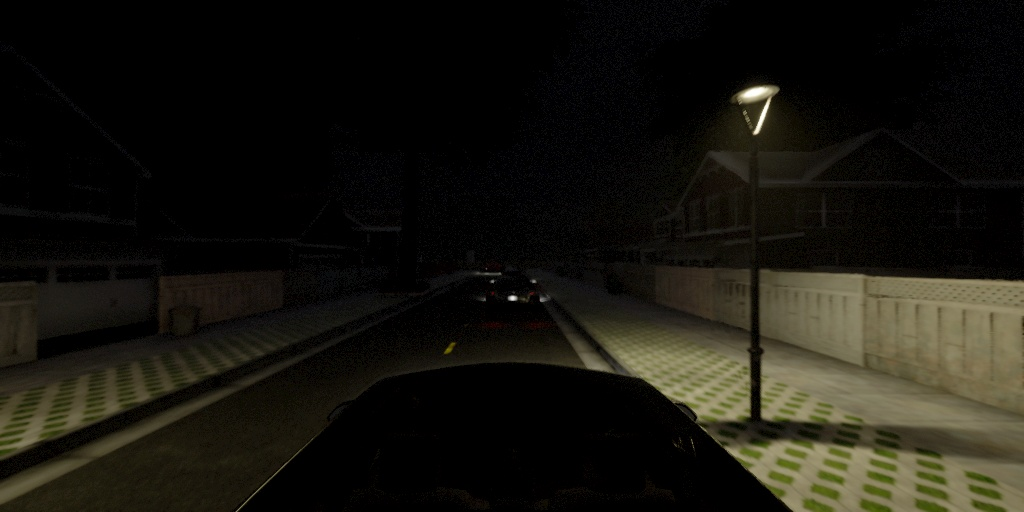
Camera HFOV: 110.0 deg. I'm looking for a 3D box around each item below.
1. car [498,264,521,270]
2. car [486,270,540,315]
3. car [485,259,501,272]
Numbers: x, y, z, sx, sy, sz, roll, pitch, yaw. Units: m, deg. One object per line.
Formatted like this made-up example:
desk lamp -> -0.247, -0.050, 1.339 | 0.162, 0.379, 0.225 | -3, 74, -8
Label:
car -> 0.050, 1.542, 29.893 | 1.812, 1.442, 4.674 | 0, 0, 0
car -> 0.045, 1.435, 14.297 | 1.994, 1.385, 4.181 | 0, 0, 1
car -> -2.788, 1.469, 54.424 | 2.150, 2.045, 5.566 | 0, -1, 0
